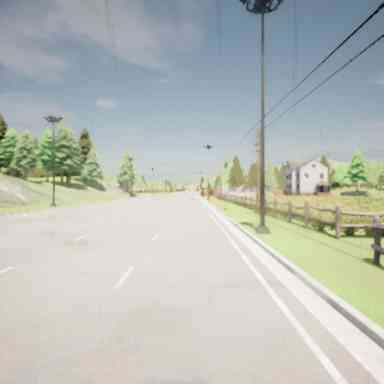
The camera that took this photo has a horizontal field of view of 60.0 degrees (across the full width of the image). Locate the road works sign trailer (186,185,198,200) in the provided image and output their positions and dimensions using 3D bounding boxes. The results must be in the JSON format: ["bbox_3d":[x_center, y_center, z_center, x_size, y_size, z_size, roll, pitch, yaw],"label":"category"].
[{"bbox_3d":[0.009,0.083,78.642,2.380,3.560,2.880,0,0,0],"label":"road works sign trailer"}]
